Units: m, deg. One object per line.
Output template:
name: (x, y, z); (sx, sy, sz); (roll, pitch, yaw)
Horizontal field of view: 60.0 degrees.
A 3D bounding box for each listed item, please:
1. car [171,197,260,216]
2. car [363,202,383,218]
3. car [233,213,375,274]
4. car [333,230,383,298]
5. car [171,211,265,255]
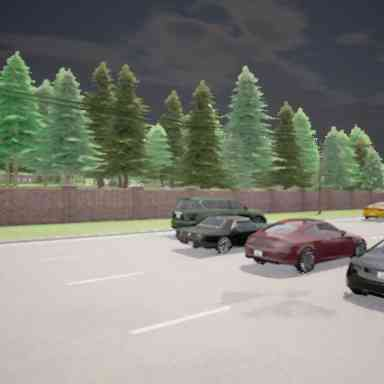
car: (1.523, 1.277, 17.720); (5.566, 2.045, 2.150); (0, 0, -35)
car: (16.633, 1.623, 28.479); (5.008, 1.535, 1.882); (0, 0, -35)
car: (3.736, 1.570, 10.719); (4.674, 1.442, 1.812); (0, 0, -36)
car: (5.390, 1.606, 7.582); (4.181, 1.385, 1.994); (0, 0, -35)
car: (1.766, 1.646, 13.597); (4.718, 1.301, 1.895); (0, 0, -35)
